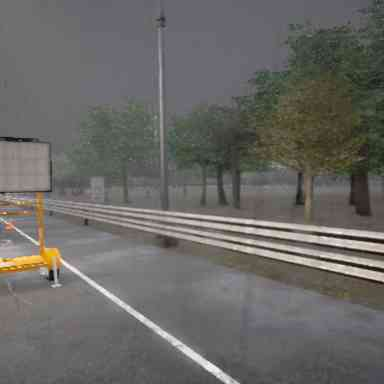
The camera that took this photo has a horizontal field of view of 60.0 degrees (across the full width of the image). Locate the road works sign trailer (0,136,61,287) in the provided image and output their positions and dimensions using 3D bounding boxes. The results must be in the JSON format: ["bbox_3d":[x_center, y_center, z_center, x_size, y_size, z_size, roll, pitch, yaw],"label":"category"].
[{"bbox_3d":[-4.785,0.431,8.278,2.380,3.560,2.880,-2,1,-34],"label":"road works sign trailer"}]
